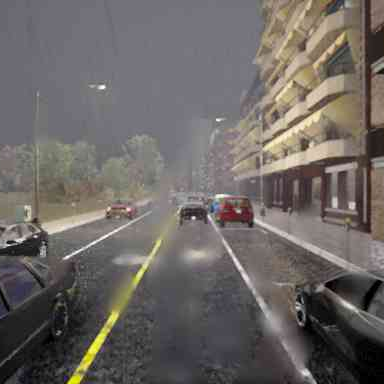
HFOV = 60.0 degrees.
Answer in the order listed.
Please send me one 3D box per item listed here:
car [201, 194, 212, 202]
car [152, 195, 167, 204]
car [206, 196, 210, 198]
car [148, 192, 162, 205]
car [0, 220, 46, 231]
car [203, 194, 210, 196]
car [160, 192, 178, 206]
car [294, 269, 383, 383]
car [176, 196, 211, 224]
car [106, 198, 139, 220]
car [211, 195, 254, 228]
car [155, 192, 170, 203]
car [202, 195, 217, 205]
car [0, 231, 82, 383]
[{"bbox_3d":[2.594,1.108,60.428,1.947,1.339,4.313,1,0,0],"label":"car"},{"bbox_3d":[-5.288,1.139,54.021,2.008,1.369,4.403,1,0,0],"label":"car"},{"bbox_3d":[2.584,1.316,32.124,1.947,1.339,4.313,1,0,0],"label":"car"},{"bbox_3d":[-5.290,1.155,48.196,1.752,1.417,4.829,1,0,0],"label":"car"},{"bbox_3d":[-5.304,1.481,8.791,2.008,1.369,4.403,1,0,0],"label":"car"},{"bbox_3d":[2.588,1.210,43.446,1.887,1.381,4.507,1,0,0],"label":"car"},{"bbox_3d":[-2.817,1.141,45.608,2.128,1.511,4.902,0,0,0],"label":"car"},{"bbox_3d":[2.575,1.535,3.820,1.947,1.339,4.313,1,0,0],"label":"car"},{"bbox_3d":[0.108,1.326,23.106,1.837,1.490,4.892,0,1,0],"label":"car"},{"bbox_3d":[-5.296,1.238,25.751,1.967,1.590,4.097,1,0,0],"label":"car"},{"bbox_3d":[2.583,1.152,20.801,2.192,1.841,5.009,1,0,0],"label":"car"},{"bbox_3d":[-5.284,0.862,59.673,2.192,1.841,5.009,1,0,0],"label":"car"},{"bbox_3d":[2.590,1.190,49.107,1.947,1.339,4.313,1,0,0],"label":"car"},{"bbox_3d":[-2.850,1.518,3.620,2.033,1.411,5.357,0,0,0],"label":"car"}]
